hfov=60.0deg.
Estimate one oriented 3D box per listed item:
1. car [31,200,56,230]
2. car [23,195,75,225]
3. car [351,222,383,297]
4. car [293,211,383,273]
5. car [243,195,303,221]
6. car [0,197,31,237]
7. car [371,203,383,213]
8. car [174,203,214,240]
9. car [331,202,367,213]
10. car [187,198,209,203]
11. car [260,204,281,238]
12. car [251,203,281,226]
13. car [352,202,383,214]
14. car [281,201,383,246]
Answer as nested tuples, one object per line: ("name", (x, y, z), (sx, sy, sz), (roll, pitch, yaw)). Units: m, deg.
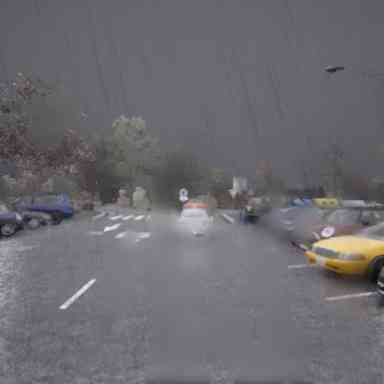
("car", (-10.955, 1.479, 19.804), (4.892, 1.521, 2.231), (-1, 0, -20))
("car", (-10.974, 1.226, 22.808), (5.566, 2.045, 2.435), (-1, 0, -20))
("car", (6.002, 1.486, 6.598), (4.892, 1.521, 2.231), (1, 0, -20))
("car", (5.830, 1.478, 9.481), (5.366, 1.575, 1.946), (1, 0, -20))
("car", (6.025, 1.227, 21.403), (5.566, 2.045, 2.435), (1, 0, -20))
("car", (-10.920, 1.353, 16.790), (4.553, 1.767, 2.185), (-1, 0, -20))
("car", (31.407, 2.593, 52.741), (1.946, 1.575, 5.366), (2, -1, -21))
("car", (0.099, 1.519, 16.738), (1.812, 1.442, 4.674), (0, 0, 0))
("car", (24.694, 2.390, 52.487), (2.231, 1.521, 4.892), (2, -1, -21))
("car", (0.536, 1.372, 32.638), (2.097, 1.767, 4.553), (0, -1, 7))
("car", (6.005, 1.482, 15.469), (4.892, 1.521, 2.231), (1, 0, -20))
("car", (5.999, 1.519, 18.427), (4.674, 1.452, 2.002), (1, 0, -20))
("car", (28.087, 2.494, 52.519), (2.231, 1.521, 4.892), (2, -1, -21))
("car", (6.032, 1.357, 12.518), (4.553, 1.767, 2.185), (1, 0, -20))
